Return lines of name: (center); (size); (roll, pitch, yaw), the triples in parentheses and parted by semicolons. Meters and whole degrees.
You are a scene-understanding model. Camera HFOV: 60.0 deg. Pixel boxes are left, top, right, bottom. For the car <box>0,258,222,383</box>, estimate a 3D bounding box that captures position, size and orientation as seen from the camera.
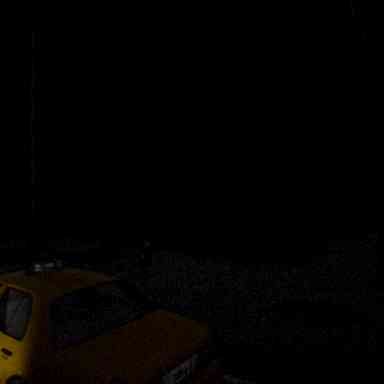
car: (-1.979, 1.526, 4.221); (4.829, 1.417, 1.752); (0, 0, 36)
